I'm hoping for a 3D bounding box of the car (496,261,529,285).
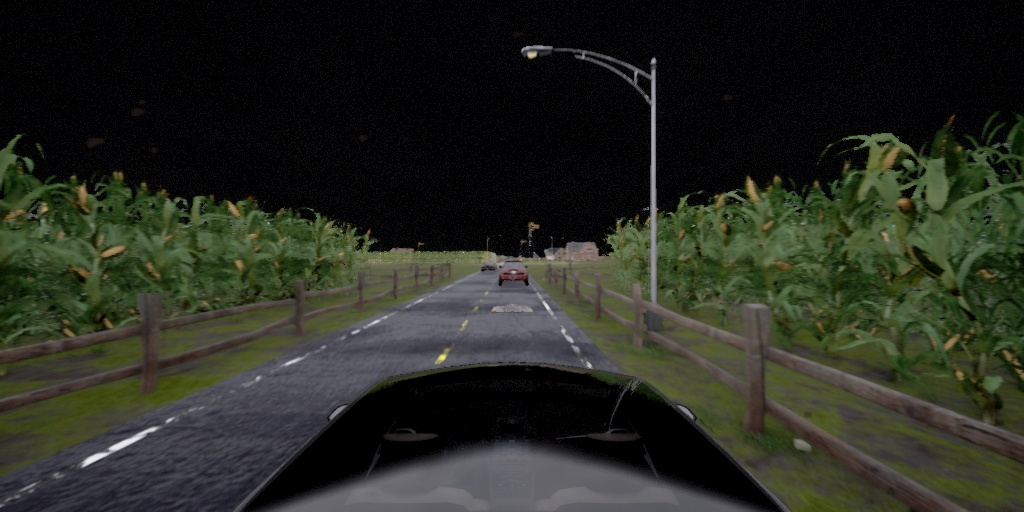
[{"bbox_3d":[0.114,1.117,26.473,2.097,1.767,4.553,0,0,0],"label":"car"}]

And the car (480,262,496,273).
[{"bbox_3d":[-2.812,1.391,44.201,1.895,1.301,4.718,0,0,0],"label":"car"}]
